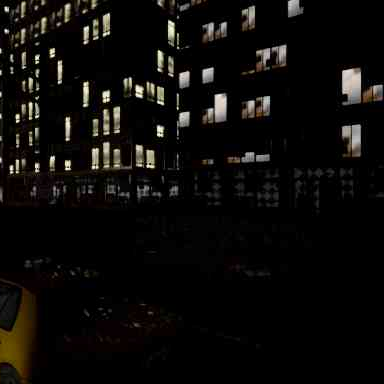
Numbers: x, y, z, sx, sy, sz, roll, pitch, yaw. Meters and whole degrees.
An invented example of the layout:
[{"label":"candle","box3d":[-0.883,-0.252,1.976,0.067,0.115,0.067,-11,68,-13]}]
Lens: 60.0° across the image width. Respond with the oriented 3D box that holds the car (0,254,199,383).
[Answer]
[{"label":"car","box3d":[-2.208,1.525,4.445,4.829,1.417,1.752,0,0,36]}]
